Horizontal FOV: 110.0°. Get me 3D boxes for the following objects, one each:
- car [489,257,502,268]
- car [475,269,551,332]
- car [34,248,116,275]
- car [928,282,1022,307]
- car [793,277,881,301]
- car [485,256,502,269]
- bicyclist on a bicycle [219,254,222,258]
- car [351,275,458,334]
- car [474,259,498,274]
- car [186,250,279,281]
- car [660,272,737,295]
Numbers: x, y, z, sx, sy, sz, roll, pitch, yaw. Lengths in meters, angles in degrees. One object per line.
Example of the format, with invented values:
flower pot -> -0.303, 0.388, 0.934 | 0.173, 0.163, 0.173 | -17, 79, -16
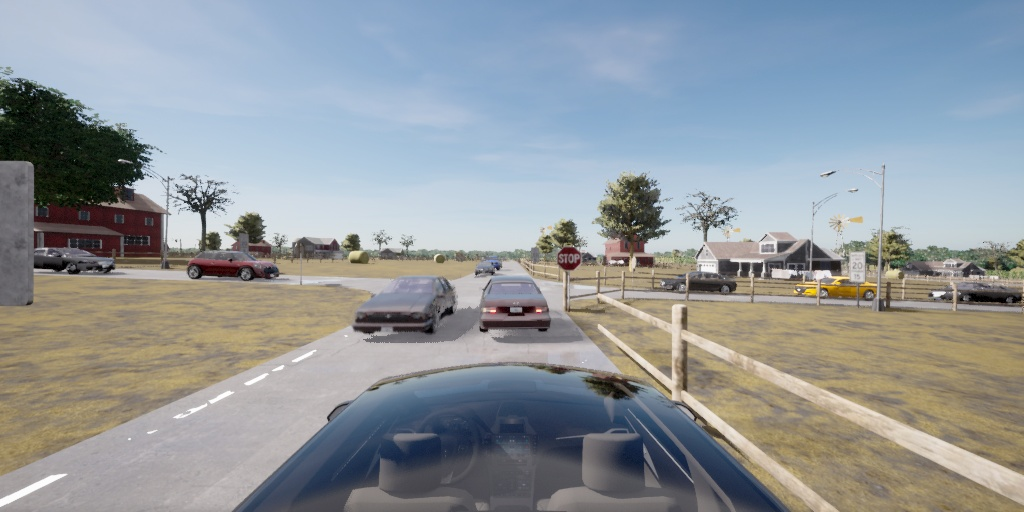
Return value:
car -> -2.810, 1.142, 62.058 | 2.097, 1.767, 4.553 | 0, 0, 0
car -> -0.032, 1.299, 10.844 | 2.033, 1.411, 5.357 | 0, 0, -3
car -> -26.947, 0.272, 21.627 | 4.902, 1.511, 2.128 | 2, 0, 0
car -> 31.674, 2.554, 24.632 | 4.902, 1.511, 2.128 | 2, 0, 0
car -> 22.221, 2.156, 24.628 | 5.008, 1.535, 1.882 | 2, 0, 0
car -> -2.823, 0.994, 49.753 | 2.150, 2.045, 5.566 | 0, 0, 0
bicyclist on a bicycle -> -22.612, 0.407, 27.619 | 0.582, 1.620, 1.656 | 2, 0, 0
car -> -2.841, 1.299, 10.849 | 2.033, 1.411, 5.357 | 0, 0, 0
car -> -2.843, 1.290, 38.371 | 1.812, 1.442, 4.674 | 0, 0, 0
car -> -16.673, 0.513, 21.639 | 4.553, 1.767, 2.097 | 2, 0, 0
car -> 12.708, 1.805, 24.570 | 4.892, 1.490, 1.837 | 2, 0, -2
